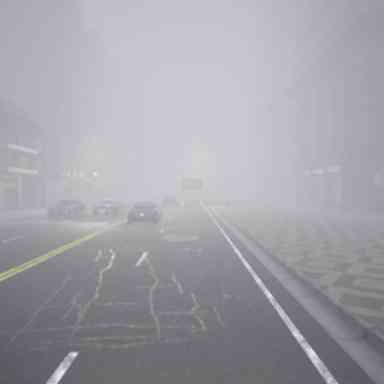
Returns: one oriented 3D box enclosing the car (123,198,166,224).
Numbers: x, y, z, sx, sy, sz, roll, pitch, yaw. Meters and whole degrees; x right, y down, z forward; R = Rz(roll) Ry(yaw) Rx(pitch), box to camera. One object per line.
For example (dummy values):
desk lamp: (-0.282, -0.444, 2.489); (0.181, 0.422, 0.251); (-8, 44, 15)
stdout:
car: (-3.141, 1.379, 22.851); (1.994, 1.385, 4.181); (0, 0, 0)

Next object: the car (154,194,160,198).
car: (-6.478, 1.004, 67.851); (1.994, 1.385, 4.181); (0, 1, 0)

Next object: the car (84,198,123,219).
car: (-6.584, 1.276, 26.641); (2.128, 1.511, 4.902); (0, 0, 0)

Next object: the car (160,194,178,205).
car: (-3.130, 1.087, 48.548); (1.882, 1.535, 5.008); (0, 1, 0)

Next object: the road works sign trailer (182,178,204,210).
road works sign trailer: (0.030, 0.160, 37.795); (2.380, 3.560, 2.880); (0, 0, 0)

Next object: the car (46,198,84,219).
car: (-9.834, 1.291, 26.401); (1.837, 1.490, 4.892); (0, 0, 0)

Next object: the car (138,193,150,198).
car: (-9.725, 0.945, 67.751); (1.882, 1.535, 5.008); (0, 1, 0)
